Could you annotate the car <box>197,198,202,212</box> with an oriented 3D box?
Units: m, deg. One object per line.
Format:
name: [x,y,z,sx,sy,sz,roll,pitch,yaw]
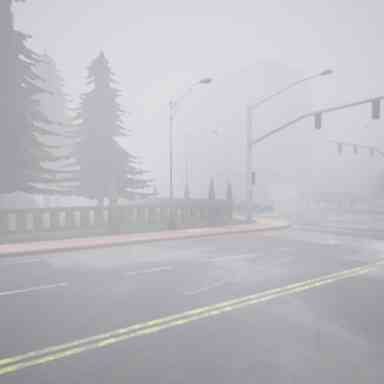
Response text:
car: [0.614,1.403,37.451,1.882,1.535,5.008,0,0,-35]

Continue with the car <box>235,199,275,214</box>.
car: [6.554,1.439,35.137,1.812,1.442,4.674,0,0,-35]
